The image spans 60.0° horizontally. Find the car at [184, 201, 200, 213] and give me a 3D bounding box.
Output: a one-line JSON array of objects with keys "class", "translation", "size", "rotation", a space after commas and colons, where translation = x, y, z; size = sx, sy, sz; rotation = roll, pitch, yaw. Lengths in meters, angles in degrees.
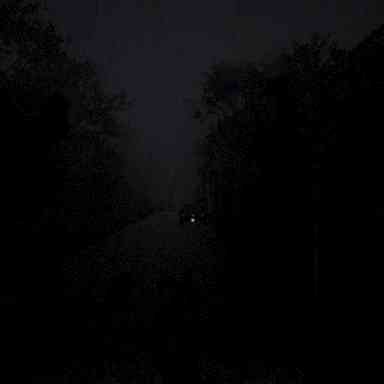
[{"class": "car", "translation": [-0.033, 1.872, 42.032], "size": [1.895, 1.301, 4.718], "rotation": [0, -1, 0]}]

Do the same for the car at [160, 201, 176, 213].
[{"class": "car", "translation": [-2.979, 1.821, 42.120], "size": [2.033, 1.411, 5.357], "rotation": [0, -1, 0]}]

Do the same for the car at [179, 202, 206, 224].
[{"class": "car", "translation": [0.052, 1.653, 24.824], "size": [1.895, 1.301, 4.718], "rotation": [0, 0, 0]}]
